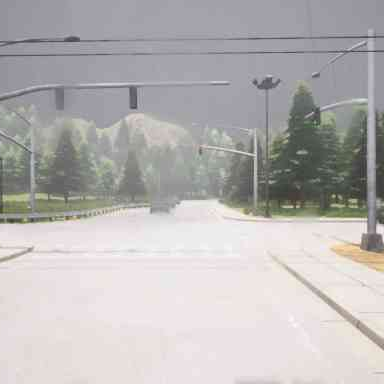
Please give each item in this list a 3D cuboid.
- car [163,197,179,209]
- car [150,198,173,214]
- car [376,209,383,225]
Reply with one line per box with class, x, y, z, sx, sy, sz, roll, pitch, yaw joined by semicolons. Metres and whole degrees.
car;-3.472;1.495;47.813;2.097;1.767;4.553;0;0;0
car;-3.518;1.682;37.506;1.994;1.385;4.181;0;0;0
car;14.629;1.362;22.146;4.553;1.767;2.097;0;0;1
